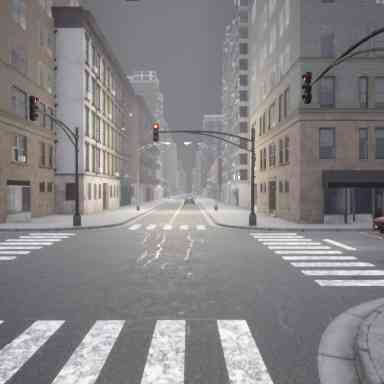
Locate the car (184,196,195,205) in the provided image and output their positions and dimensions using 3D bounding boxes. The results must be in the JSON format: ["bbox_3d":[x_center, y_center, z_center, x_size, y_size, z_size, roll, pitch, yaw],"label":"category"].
[{"bbox_3d":[-0.457,1.541,59.184,1.812,1.442,4.674,0,0,0],"label":"car"}]

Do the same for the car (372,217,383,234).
[{"bbox_3d":[11.644,1.530,16.987,4.507,1.381,1.887,0,0,0],"label":"car"}]

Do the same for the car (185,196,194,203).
[{"bbox_3d":[-0.535,1.548,69.189,1.812,1.442,4.674,0,0,0],"label":"car"}]
